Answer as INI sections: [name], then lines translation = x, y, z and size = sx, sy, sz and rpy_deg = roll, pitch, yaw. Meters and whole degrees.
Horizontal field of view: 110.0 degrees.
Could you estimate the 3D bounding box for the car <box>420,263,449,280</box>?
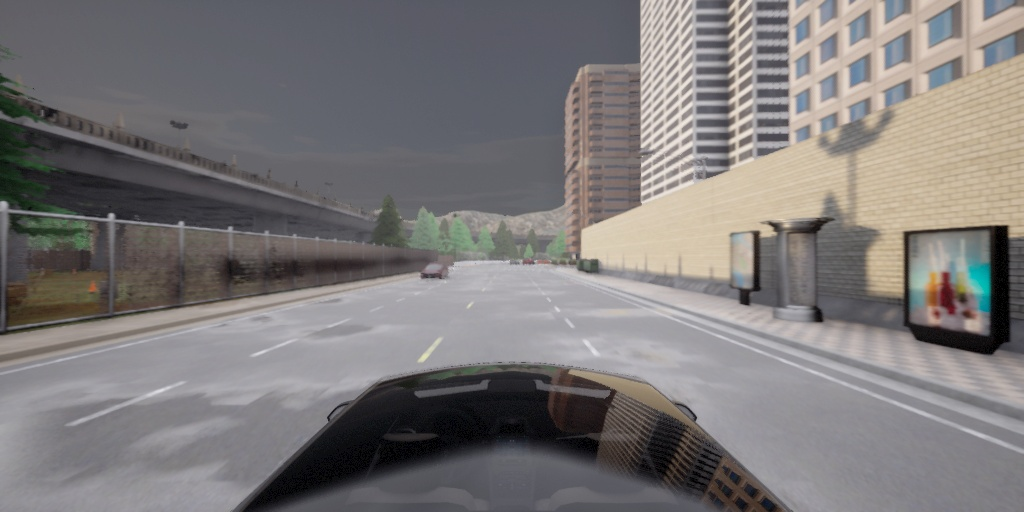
[car]
translation = -7.011, 1.417, 32.974
size = 1.882, 1.535, 5.008
rpy_deg = 0, 1, 0
